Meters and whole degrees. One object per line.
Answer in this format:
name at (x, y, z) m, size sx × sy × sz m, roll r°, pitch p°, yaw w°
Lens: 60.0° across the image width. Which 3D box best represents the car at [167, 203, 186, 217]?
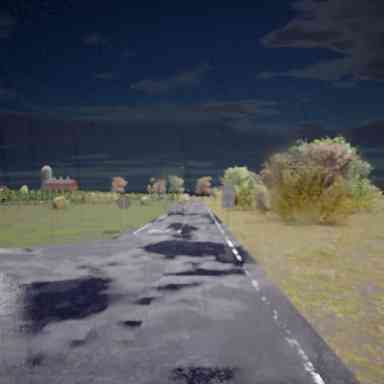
car at (-1.767, 2.065, 38.804) m, size 1.837 × 1.490 × 4.892 m, roll 0°, pitch 0°, yaw 1°
